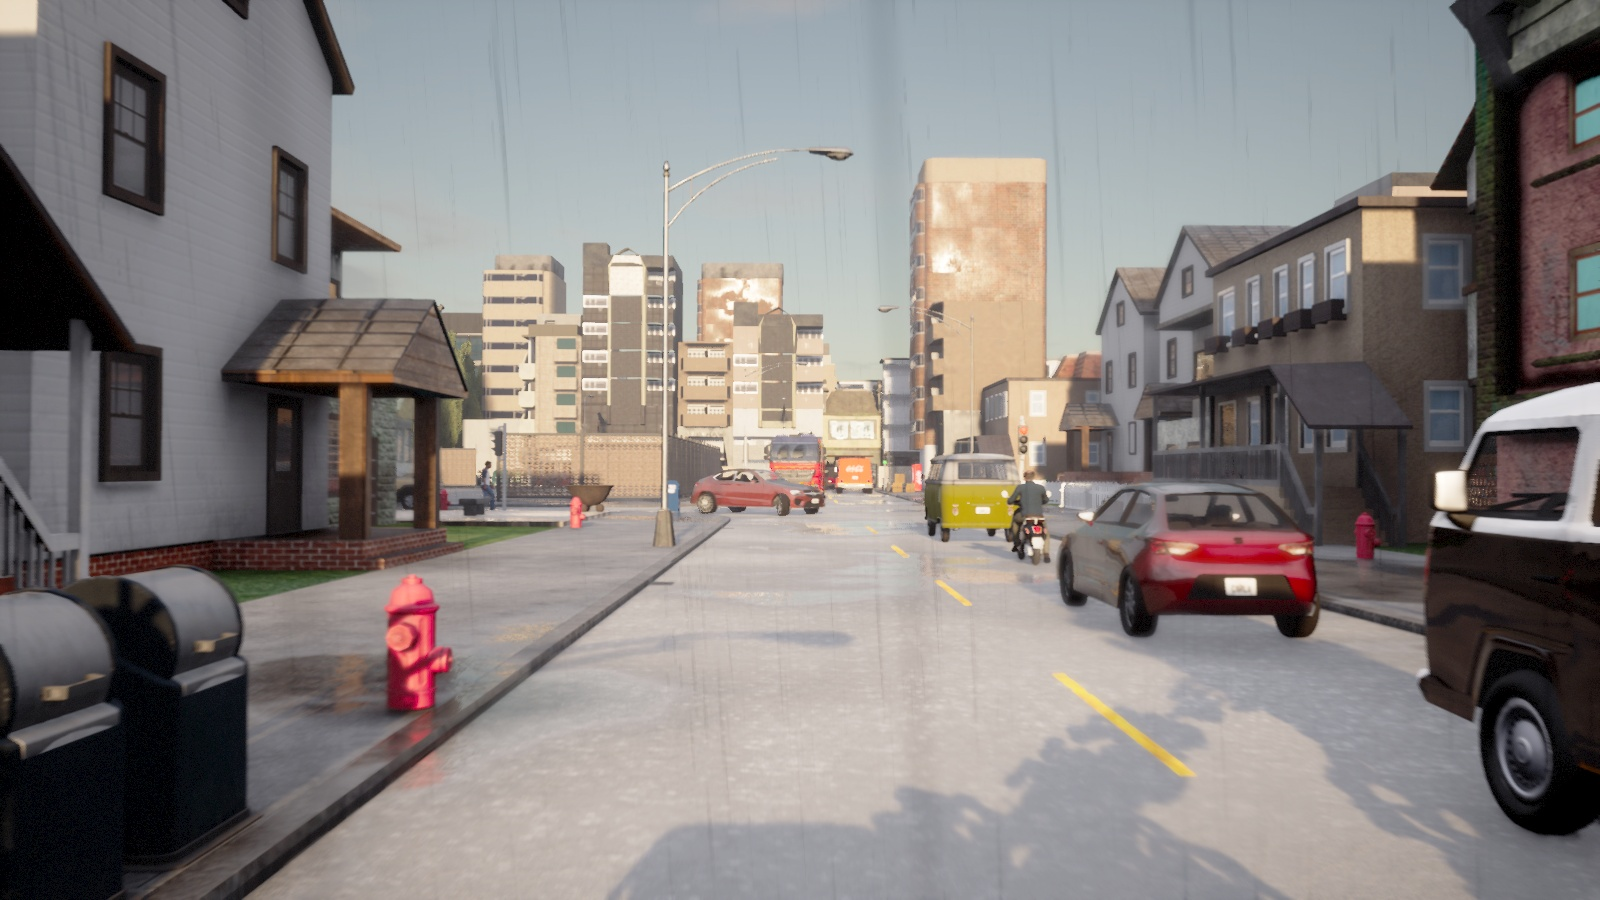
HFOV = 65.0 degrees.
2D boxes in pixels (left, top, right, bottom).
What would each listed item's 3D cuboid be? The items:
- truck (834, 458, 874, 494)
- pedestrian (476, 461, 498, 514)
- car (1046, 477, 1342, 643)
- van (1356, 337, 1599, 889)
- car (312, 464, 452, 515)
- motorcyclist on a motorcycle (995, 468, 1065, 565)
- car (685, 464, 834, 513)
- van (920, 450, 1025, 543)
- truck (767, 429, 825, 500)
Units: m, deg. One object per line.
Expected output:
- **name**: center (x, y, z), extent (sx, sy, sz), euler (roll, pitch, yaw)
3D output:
- **truck**: center (3.771, 1.799, 88.824), extent (2.627, 2.467, 5.204), euler (0, -1, 0)
- **pedestrian**: center (-10.765, 1.287, 43.188), extent (0.706, 1.836, 0.354), euler (0, -1, -17)
- **car**: center (3.965, 1.037, 13.427), extent (1.816, 1.474, 4.193), euler (0, -1, 0)
- **van**: center (3.986, 0.596, 4.398), extent (2.069, 2.038, 4.480), euler (0, -1, 0)
- **car**: center (-15.601, 1.481, 47.023), extent (4.605, 1.855, 1.932), euler (0, -1, 0)
- **motorcyclist on a motorcycle**: center (3.944, 1.115, 21.686), extent (0.866, 1.590, 1.817), euler (0, -1, 0)
- **car**: center (-1.486, 1.355, 45.127), extent (5.027, 1.651, 2.152), euler (-1, -1, 35)
- **van**: center (3.934, 1.041, 29.248), extent (1.775, 1.987, 4.442), euler (0, -1, -1)
- **truck**: center (-0.111, 0.854, 71.884), extent (2.891, 3.827, 8.468), euler (0, -1, 3)
